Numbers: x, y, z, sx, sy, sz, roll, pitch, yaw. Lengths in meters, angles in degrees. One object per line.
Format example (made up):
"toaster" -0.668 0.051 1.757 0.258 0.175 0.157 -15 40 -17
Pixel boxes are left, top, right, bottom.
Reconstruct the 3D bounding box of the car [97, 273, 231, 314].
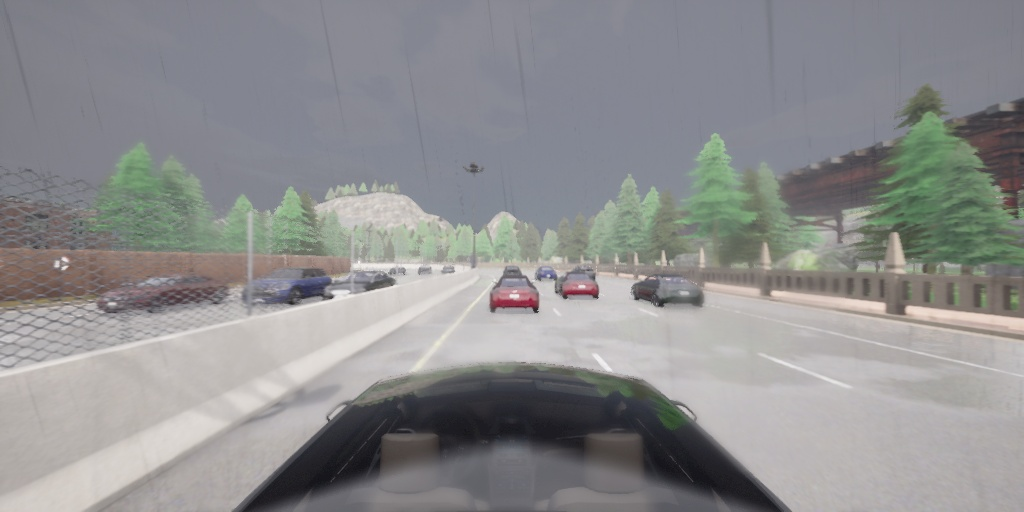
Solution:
"car" -14.102 1.466 14.975 1.812 1.442 4.674 0 -1 0

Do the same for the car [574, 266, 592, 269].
"car" 6.948 1.726 35.720 2.128 1.511 4.902 0 -1 -2

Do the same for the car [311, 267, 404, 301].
"car" -7.105 1.463 17.185 2.128 1.511 4.902 0 -1 0

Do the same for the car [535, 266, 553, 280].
"car" 3.396 1.775 36.713 1.812 1.442 4.674 0 -1 -3

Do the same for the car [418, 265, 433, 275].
"car" -12.453 2.015 51.882 2.033 1.411 5.357 0 -1 -9

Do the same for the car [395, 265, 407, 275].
"car" -15.959 2.011 50.531 1.994 1.385 4.181 0 -1 -10

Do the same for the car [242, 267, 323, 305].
"car" -10.606 1.326 17.381 2.097 1.767 4.553 0 -1 0

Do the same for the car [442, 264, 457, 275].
"car" -9.073 1.956 51.781 2.128 1.511 4.902 0 -1 -10

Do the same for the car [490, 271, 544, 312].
"car" 0.099 1.511 15.487 1.994 1.385 4.181 0 -1 0

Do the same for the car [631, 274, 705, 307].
"car" 7.099 1.528 16.747 1.994 1.385 4.181 0 -1 0

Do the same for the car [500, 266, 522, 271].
"car" -0.052 1.742 35.834 1.837 1.490 4.892 0 -1 -2

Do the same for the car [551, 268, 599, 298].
"car" 3.600 1.581 20.450 1.994 1.385 4.181 0 -1 0
